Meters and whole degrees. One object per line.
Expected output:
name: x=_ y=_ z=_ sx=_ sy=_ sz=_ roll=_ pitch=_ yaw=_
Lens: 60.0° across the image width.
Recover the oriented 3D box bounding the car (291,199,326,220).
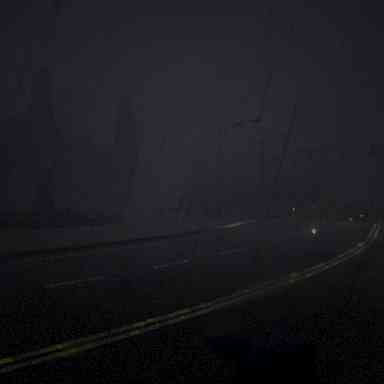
car: x=10.033 y=1.403 z=28.421 sx=2.097 sy=1.767 sz=4.553 roll=0 pitch=0 yaw=31

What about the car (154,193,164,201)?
car: x=-6.728 y=1.153 z=82.023 sx=1.905 sy=1.878 sz=3.866 roll=0 pitch=0 yaw=33

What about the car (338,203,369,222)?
car: x=13.007 y=1.601 z=26.575 sx=2.033 sy=1.411 sz=5.357 roll=0 pitch=0 yaw=31

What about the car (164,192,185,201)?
car: x=-4.302 y=1.392 z=80.443 sx=1.970 sy=1.475 sz=3.806 roll=0 pitch=0 yaw=33
